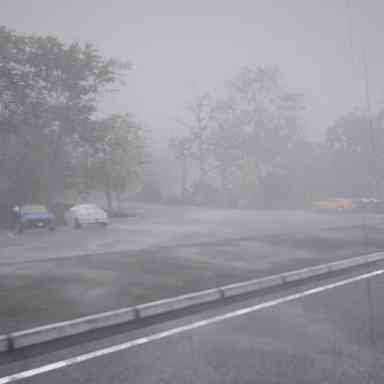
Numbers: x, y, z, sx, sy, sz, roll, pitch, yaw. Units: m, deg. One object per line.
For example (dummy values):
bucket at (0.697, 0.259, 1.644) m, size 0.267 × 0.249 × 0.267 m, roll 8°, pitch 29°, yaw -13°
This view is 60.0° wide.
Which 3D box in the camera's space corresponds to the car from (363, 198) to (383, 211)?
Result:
car at (20.773, 1.448, 41.353) m, size 2.097 × 1.535 × 5.008 m, roll 0°, pitch 0°, yaw -35°

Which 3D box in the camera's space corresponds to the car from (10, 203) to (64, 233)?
car at (-9.519, 1.448, 19.755) m, size 2.097 × 1.535 × 5.008 m, roll 0°, pitch 0°, yaw -35°

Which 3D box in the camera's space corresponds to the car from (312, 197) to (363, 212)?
car at (16.245, 1.432, 38.111) m, size 2.097 × 1.535 × 5.008 m, roll 0°, pitch 0°, yaw -35°

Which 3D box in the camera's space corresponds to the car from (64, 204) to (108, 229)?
car at (-6.950, 1.486, 21.577) m, size 2.002 × 1.452 × 4.674 m, roll 0°, pitch 0°, yaw -35°
